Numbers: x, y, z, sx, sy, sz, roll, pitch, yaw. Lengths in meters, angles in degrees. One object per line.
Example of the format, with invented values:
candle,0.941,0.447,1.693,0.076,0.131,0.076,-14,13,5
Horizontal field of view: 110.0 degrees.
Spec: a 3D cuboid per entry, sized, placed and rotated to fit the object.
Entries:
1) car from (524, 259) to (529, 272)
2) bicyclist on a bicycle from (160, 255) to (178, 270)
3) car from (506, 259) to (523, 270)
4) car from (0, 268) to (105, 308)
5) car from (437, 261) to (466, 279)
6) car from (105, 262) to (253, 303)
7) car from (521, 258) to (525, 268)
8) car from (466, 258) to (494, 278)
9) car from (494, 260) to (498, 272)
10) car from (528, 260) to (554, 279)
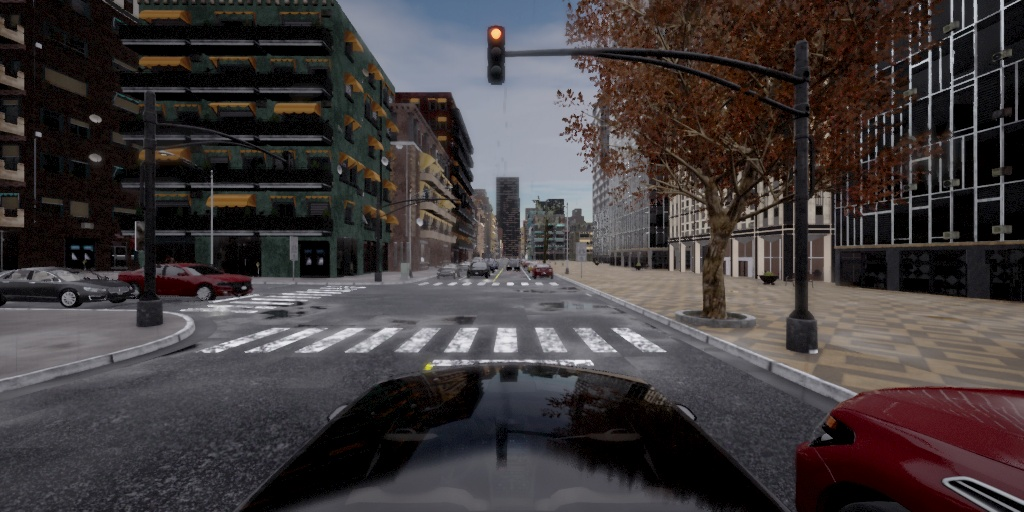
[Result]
car,2.747,1.298,43.616,1.751,1.417,4.829,0,0,0
bicyclist on a bicycle,-23.138,0.761,24.260,0.582,1.620,1.656,1,0,-1
car,0.167,1.383,51.515,1.895,1.301,4.718,0,0,0
car,-16.420,1.091,12.991,4.403,1.370,2.007,0,0,0
car,-5.648,1.312,32.392,2.007,1.370,4.403,0,0,0
car,-13.901,1.056,15.407,5.008,1.535,1.882,1,0,3
car,2.769,1.375,60.043,1.802,1.307,4.207,0,0,0
car,-3.051,1.241,33.676,1.882,1.535,5.008,0,0,0
car,-3.025,1.374,43.700,1.895,1.301,4.718,0,0,0
car,2.732,1.307,32.381,1.888,1.381,4.507,0,0,0
